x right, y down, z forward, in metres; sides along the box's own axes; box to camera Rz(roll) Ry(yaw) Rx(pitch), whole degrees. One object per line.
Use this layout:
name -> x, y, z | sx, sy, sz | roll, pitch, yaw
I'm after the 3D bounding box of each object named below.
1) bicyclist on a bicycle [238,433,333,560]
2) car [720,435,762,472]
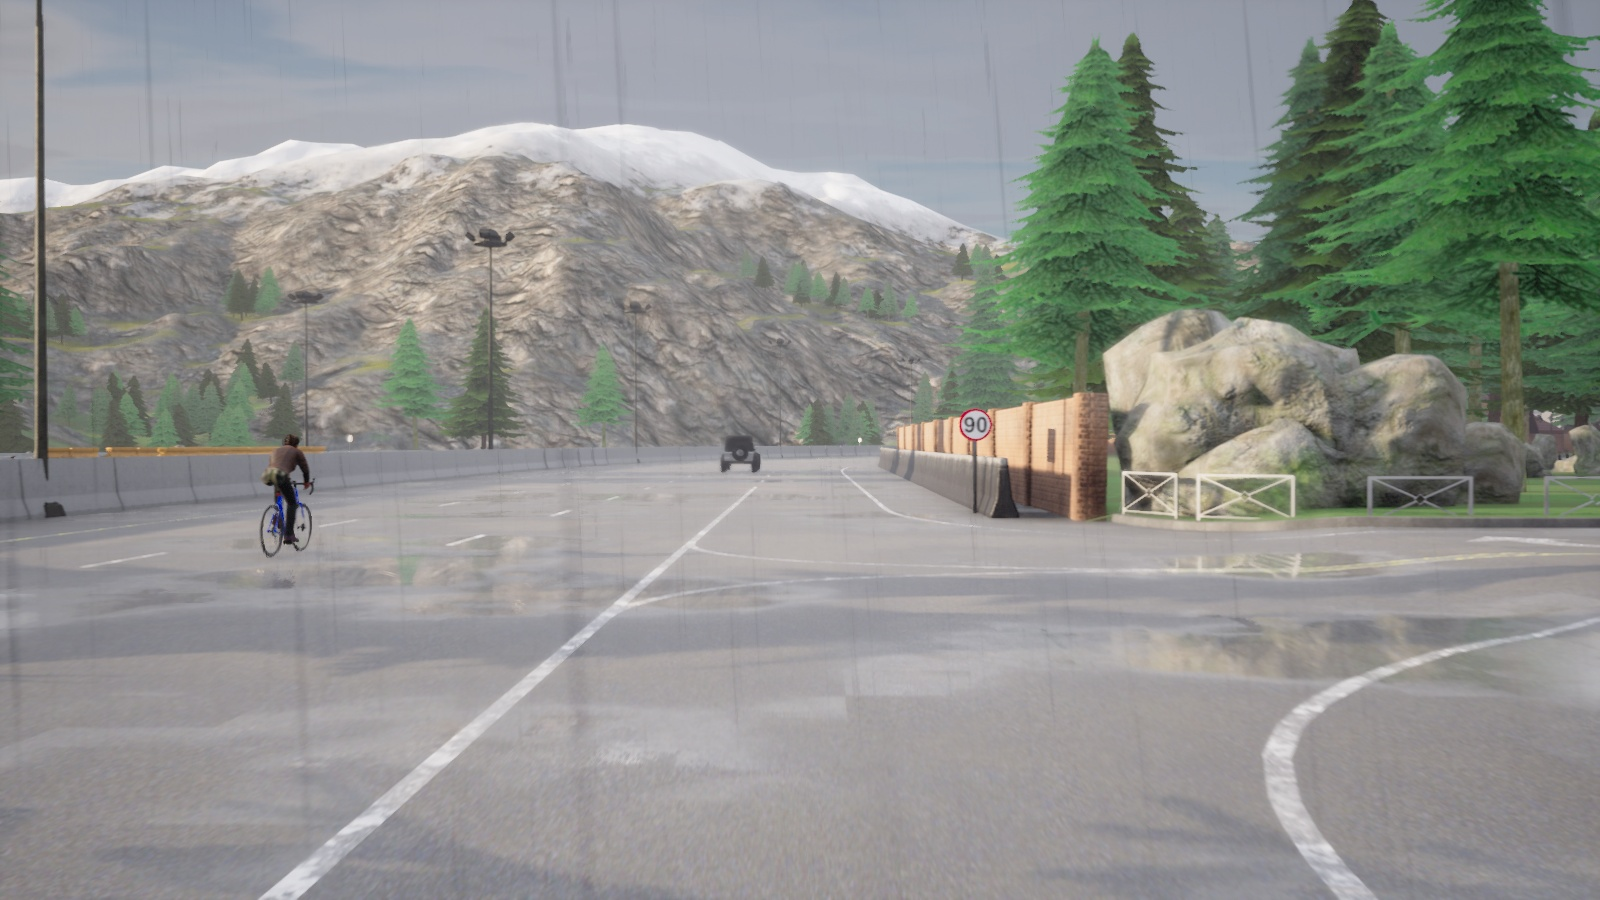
bicyclist on a bicycle -> -6.889, 0.599, 16.891 | 0.582, 1.620, 1.656 | 0, 0, 0
car -> -3.051, 0.171, 65.514 | 1.905, 1.878, 3.866 | 0, 0, 2
